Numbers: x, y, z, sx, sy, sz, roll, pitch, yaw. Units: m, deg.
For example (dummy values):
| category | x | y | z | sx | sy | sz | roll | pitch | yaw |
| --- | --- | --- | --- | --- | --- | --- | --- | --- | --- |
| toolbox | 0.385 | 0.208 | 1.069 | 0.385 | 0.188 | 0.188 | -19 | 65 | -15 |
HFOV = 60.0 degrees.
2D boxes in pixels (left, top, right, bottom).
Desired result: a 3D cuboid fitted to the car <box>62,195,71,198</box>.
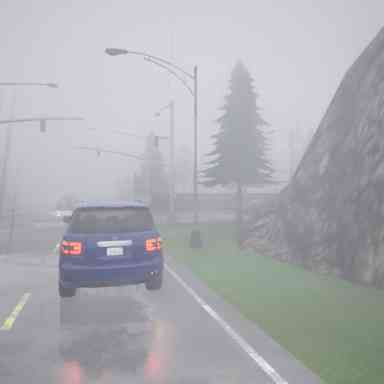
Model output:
| category | x | y | z | sx | sy | sz | roll | pitch | yaw |
| --- | --- | --- | --- | --- | --- | --- | --- | --- | --- |
| car | -16.252 | 1.491 | 42.885 | 2.128 | 1.511 | 4.902 | 0 | 0 | -17 |

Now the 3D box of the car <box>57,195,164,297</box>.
| category | x | y | z | sx | sy | sz | roll | pitch | yaw |
| --- | --- | --- | --- | --- | --- | --- | --- | --- | --- |
| car | -2.214 | 1.221 | 8.890 | 2.150 | 2.045 | 5.566 | 0 | 0 | -16 |

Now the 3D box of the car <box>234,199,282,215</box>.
| category | x | y | z | sx | sy | sz | roll | pitch | yaw |
| --- | --- | --- | --- | --- | --- | --- | --- | --- | --- |
| car | 6.623 | 1.505 | 33.222 | 4.892 | 1.490 | 1.837 | 0 | 0 | -18 |

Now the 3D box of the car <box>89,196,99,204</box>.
| category | x | y | z | sx | sy | sz | roll | pitch | yaw |
| --- | --- | --- | --- | --- | --- | --- | --- | --- | --- |
| car | -19.029 | 1.525 | 64.602 | 1.812 | 1.442 | 4.674 | 0 | 0 | -17 |

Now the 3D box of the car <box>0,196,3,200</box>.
| category | x | y | z | sx | sy | sz | roll | pitch | yaw |
| --- | --- | --- | --- | --- | --- | --- | --- | --- | --- |
| car | -36.278 | 1.373 | 61.347 | 1.845 | 1.501 | 3.633 | 0 | 0 | -16 |

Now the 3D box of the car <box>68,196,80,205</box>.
| category | x | y | z | sx | sy | sz | roll | pitch | yaw |
| --- | --- | --- | --- | --- | --- | --- | --- | --- | --- |
| car | -21.980 | 1.564 | 62.130 | 1.994 | 1.385 | 4.181 | 0 | 0 | -16 |

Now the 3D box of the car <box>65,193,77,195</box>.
| category | x | y | z | sx | sy | sz | roll | pitch | yaw |
| --- | --- | --- | --- | --- | --- | --- | --- | --- | --- |
| car | -19.119 | 1.221 | 52.437 | 2.150 | 2.045 | 5.566 | 0 | 0 | -17 |
